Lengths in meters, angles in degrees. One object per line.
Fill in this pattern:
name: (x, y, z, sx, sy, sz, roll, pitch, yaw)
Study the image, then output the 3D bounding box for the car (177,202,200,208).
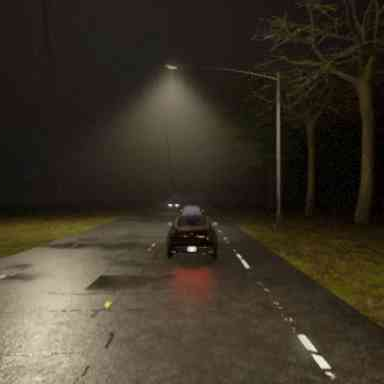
car: (0.002, 1.800, 27.531, 2.033, 1.411, 5.357, 0, 0, 0)

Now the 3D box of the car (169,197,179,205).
car: (-3.524, 1.715, 65.030, 2.033, 1.411, 5.357, 0, 0, 0)

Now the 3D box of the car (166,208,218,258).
car: (0.014, 1.654, 13.500, 1.837, 1.490, 4.892, 0, 0, 0)
